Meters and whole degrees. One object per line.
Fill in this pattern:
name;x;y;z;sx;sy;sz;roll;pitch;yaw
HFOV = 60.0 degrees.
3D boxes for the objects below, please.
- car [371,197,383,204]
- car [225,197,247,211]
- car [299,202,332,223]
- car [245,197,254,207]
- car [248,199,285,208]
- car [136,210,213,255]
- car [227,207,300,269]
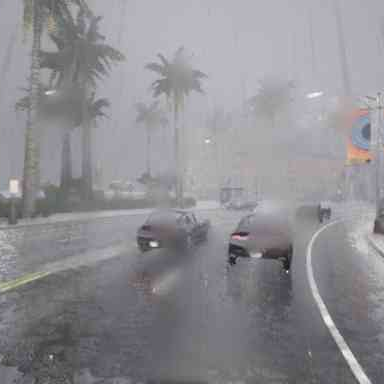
car;37.493;1.734;66.447;4.181;1.385;1.994;0;0;-38
car;5.851;1.378;38.960;2.097;1.767;4.553;0;0;41
car;9.751;1.568;26.373;1.837;1.490;4.892;0;0;33
car;7.966;1.570;36.109;1.812;1.442;4.674;0;0;40
car;6.705;1.564;28.086;1.812;1.442;4.674;0;0;33
car;-0.517;1.495;13.399;1.837;1.490;4.892;0;0;18
car;2.488;1.506;11.395;2.128;1.511;4.902;0;0;18
